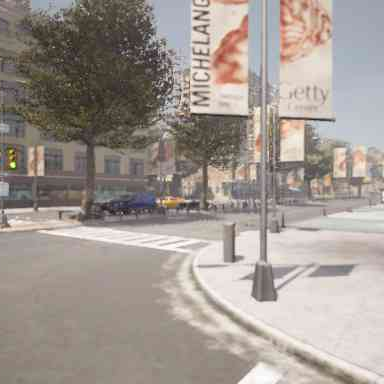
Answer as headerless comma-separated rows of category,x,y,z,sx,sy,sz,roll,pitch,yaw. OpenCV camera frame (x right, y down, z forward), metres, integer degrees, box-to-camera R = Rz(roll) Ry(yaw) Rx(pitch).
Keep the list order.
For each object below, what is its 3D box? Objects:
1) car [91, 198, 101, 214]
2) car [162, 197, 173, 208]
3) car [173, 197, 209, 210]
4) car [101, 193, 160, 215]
car,-9.017,1.372,34.119,2.128,1.511,4.902,0,0,35
car,-3.107,1.359,42.465,1.882,1.535,5.008,0,0,36
car,0.130,1.498,40.978,1.895,1.301,4.718,0,0,36
car,-5.791,1.118,32.633,2.150,2.045,5.566,0,0,35
